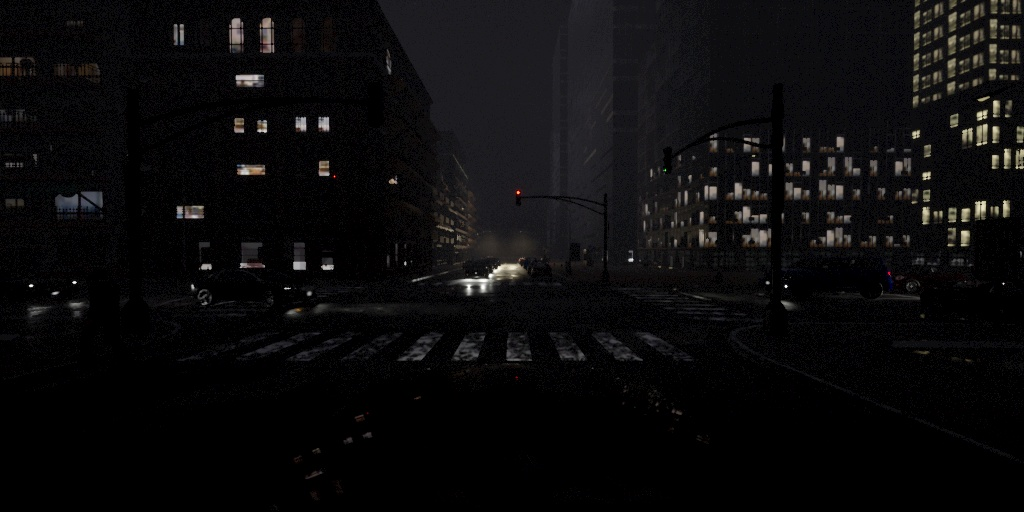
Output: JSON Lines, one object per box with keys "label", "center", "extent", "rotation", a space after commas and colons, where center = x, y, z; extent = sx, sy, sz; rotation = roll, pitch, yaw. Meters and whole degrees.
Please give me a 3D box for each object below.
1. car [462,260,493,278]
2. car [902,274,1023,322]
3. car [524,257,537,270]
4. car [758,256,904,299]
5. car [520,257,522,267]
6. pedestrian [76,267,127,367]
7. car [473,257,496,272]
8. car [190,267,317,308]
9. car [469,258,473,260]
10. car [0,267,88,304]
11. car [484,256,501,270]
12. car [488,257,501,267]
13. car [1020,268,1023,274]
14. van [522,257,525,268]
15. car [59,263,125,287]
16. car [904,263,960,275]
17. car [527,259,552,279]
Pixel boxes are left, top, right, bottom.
{"label": "car", "center": [-3.120, 1.289, 32.851], "extent": [1.994, 1.385, 4.181], "rotation": [0, 0, 0]}
{"label": "car", "center": [16.705, 1.445, 12.220], "extent": [4.403, 1.370, 2.007], "rotation": [0, 0, 1]}
{"label": "car", "center": [2.622, 1.157, 38.159], "extent": [1.967, 1.591, 4.097], "rotation": [0, 0, 0]}
{"label": "car", "center": [15.724, 1.019, 18.137], "extent": [5.566, 2.045, 2.150], "rotation": [0, 1, 1]}
{"label": "car", "center": [2.606, 1.238, 55.097], "extent": [1.888, 1.381, 4.507], "rotation": [0, 0, 0]}
{"label": "pedestrian", "center": [-7.279, 1.044, 6.339], "extent": [0.375, 1.860, 0.375], "rotation": [-1, 1, 0]}
{"label": "car", "center": [-3.135, 1.218, 41.590], "extent": [1.837, 1.490, 4.892], "rotation": [0, 0, 0]}
{"label": "car", "center": [-10.521, 1.226, 14.734], "extent": [4.902, 1.511, 2.128], "rotation": [0, 0, 9]}
{"label": "car", "center": [-5.736, 1.268, 49.410], "extent": [1.948, 1.339, 4.313], "rotation": [0, 0, 0]}
{"label": "car", "center": [-21.807, 1.276, 15.422], "extent": [4.718, 1.301, 1.895], "rotation": [0, 1, 1]}
{"label": "car", "center": [-3.128, 1.050, 51.743], "extent": [2.097, 1.767, 4.553], "rotation": [0, 0, 0]}
{"label": "car", "center": [-3.101, 1.029, 63.459], "extent": [2.097, 1.767, 4.553], "rotation": [0, 0, 0]}
{"label": "car", "center": [25.744, 1.335, 18.010], "extent": [4.902, 1.511, 2.128], "rotation": [0, 1, 1]}
{"label": "van", "center": [2.612, 1.043, 49.451], "extent": [1.690, 1.789, 3.998], "rotation": [0, 0, 0]}
{"label": "car", "center": [-25.875, 1.109, 21.377], "extent": [4.507, 1.381, 1.888], "rotation": [0, 0, 1]}
{"label": "car", "center": [23.355, 1.229, 20.773], "extent": [4.097, 1.591, 1.967], "rotation": [0, 0, 1]}
{"label": "car", "center": [2.628, 1.270, 32.514], "extent": [1.888, 1.381, 4.507], "rotation": [0, 0, 0]}
